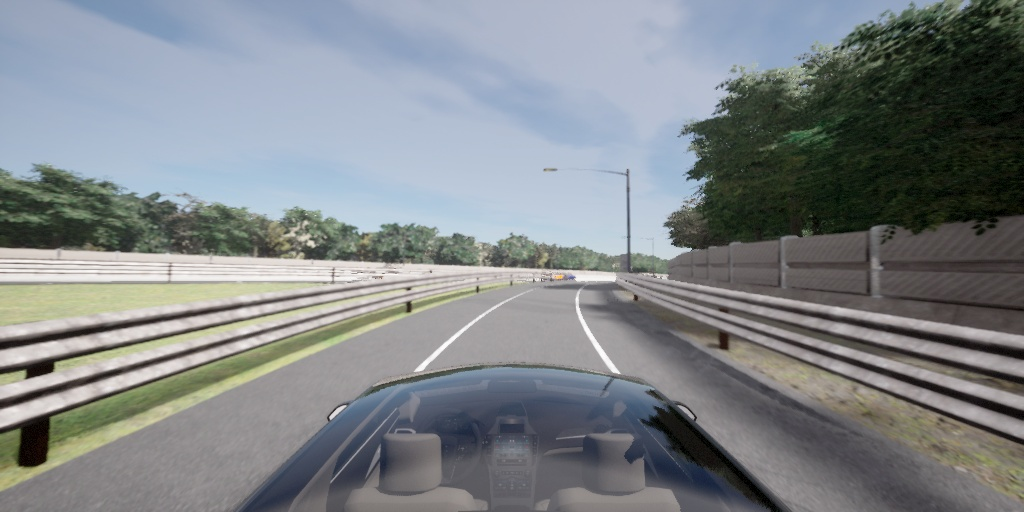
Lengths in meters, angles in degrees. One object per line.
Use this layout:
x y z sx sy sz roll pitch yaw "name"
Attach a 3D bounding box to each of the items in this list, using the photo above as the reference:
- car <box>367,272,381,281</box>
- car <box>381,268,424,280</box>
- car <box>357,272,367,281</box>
-15.040 2.471 44.778 1.895 1.301 4.718 -2 -4 40 "car"
-12.386 2.241 42.505 1.882 1.535 5.008 -2 -4 40 "car"
-17.732 2.479 47.018 1.837 1.490 4.892 -2 -4 40 "car"
